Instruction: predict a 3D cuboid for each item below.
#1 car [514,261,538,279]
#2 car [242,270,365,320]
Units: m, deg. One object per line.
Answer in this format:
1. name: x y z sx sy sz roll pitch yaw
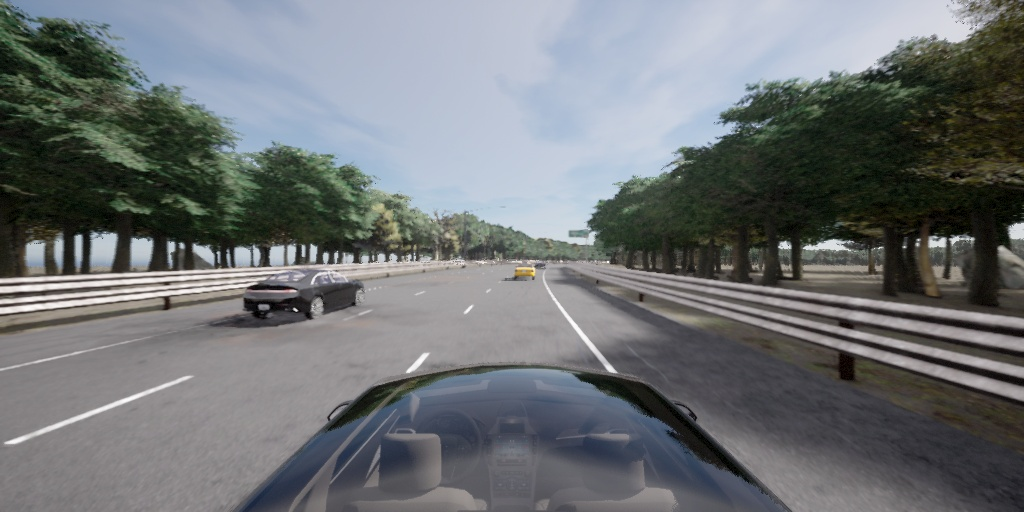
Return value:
1. car: 1.226 1.257 32.793 1.801 1.575 5.366 0 0 4
2. car: -6.840 1.211 12.430 2.128 1.511 4.902 0 0 2
